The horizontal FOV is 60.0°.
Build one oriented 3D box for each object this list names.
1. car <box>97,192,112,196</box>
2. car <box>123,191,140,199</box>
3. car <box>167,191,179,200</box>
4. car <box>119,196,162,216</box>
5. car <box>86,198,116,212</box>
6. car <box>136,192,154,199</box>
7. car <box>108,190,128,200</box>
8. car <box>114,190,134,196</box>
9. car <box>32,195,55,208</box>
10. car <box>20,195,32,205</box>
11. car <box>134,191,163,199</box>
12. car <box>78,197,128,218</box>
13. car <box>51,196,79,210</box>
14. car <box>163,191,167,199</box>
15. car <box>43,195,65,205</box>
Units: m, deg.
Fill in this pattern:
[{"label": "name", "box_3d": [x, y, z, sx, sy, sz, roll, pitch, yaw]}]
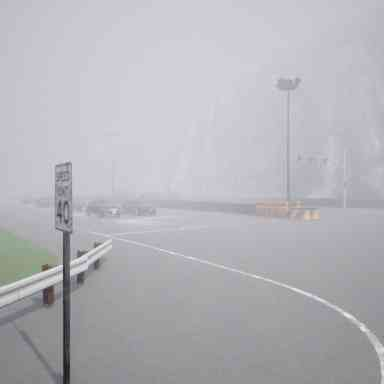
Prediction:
[{"label": "car", "box_3d": [-19.600, 0.799, 73.138, 2.097, 1.767, 4.553, 0, 1, -38]}, {"label": "car", "box_3d": [-14.068, 0.741, 77.427, 2.097, 1.767, 4.553, 0, 1, -38]}, {"label": "car", "box_3d": [-4.931, 0.815, 71.426, 2.150, 2.045, 5.566, 0, 1, -38]}, {"label": "car", "box_3d": [-5.214, 1.430, 31.908, 1.837, 1.490, 4.892, 0, 0, -38]}, {"label": "car", "box_3d": [-10.693, 1.449, 38.868, 1.994, 1.385, 4.181, 0, 0, -38]}, {"label": "car", "box_3d": [-11.332, 0.903, 79.610, 2.128, 1.511, 4.902, 0, 1, -38]}, {"label": "car", "box_3d": [-16.853, 0.661, 75.306, 2.150, 2.045, 5.566, 0, 1, -38]}, {"label": "car", "box_3d": [-12.933, 0.843, 64.779, 2.150, 2.045, 5.566, 0, 1, -38]}, {"label": "car", "box_3d": [-19.469, 1.318, 44.417, 1.837, 1.490, 4.892, 0, 1, -38]}, {"label": "car", "box_3d": [-25.699, 1.213, 52.435, 1.812, 1.442, 4.674, 0, 1, -37]}, {"label": "car", "box_3d": [-8.448, 0.879, 64.718, 2.150, 2.045, 5.566, 0, 1, -38]}, {"label": "car", "box_3d": [-8.030, 1.424, 29.826, 2.128, 1.511, 4.902, 0, 0, -38]}, {"label": "car", "box_3d": [-13.755, 1.491, 37.104, 1.895, 1.301, 4.718, 0, 0, -38]}, {"label": "car", "box_3d": [-7.904, 0.951, 69.547, 2.097, 1.767, 4.553, 0, 1, -38]}, {"label": "car", "box_3d": [-22.480, 1.237, 53.994, 2.033, 1.411, 5.357, 0, 1, -38]}]
